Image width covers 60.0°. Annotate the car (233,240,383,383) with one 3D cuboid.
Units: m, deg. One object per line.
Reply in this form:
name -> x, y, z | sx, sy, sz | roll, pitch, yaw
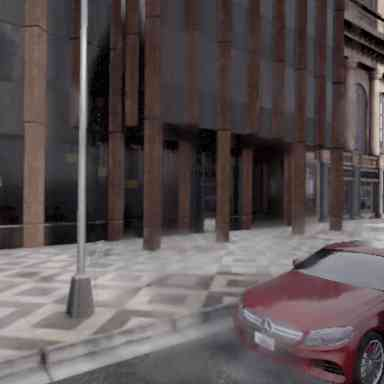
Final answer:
car -> 2.780, 1.562, 5.352 | 4.674, 1.442, 1.812 | 1, 0, -35
